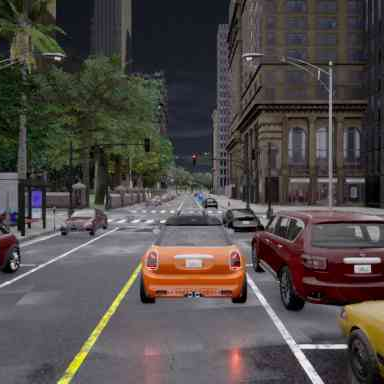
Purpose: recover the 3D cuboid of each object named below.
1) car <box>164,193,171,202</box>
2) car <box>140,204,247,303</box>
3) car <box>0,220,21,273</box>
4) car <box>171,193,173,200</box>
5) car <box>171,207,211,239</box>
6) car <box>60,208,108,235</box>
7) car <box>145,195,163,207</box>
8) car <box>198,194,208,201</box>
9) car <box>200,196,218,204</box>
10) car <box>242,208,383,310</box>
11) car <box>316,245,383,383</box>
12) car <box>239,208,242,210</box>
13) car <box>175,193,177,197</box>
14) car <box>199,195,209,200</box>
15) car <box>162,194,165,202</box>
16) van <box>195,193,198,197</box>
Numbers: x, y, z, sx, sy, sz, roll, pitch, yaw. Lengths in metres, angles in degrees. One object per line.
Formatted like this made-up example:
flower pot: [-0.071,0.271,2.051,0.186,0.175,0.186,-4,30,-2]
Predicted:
car: [-6.141,1.393,72.081,1.967,1.590,4.097,0,0,0]
car: [0.032,1.351,8.340,2.097,1.767,4.553,0,0,0]
car: [-5.801,1.439,7.689,1.967,1.590,4.097,0,0,0]
car: [-6.170,1.260,77.501,2.192,1.841,5.009,0,0,0]
car: [-0.031,1.596,18.159,1.895,1.301,4.718,0,0,0]
car: [-5.858,1.577,18.541,1.802,1.307,4.206,0,0,0]
car: [-6.026,1.526,50.400,2.008,1.369,4.403,0,0,0]
car: [2.469,1.496,56.016,1.752,1.417,4.829,0,0,0]
car: [2.528,1.545,45.005,1.947,1.339,4.313,0,0,0]
car: [2.724,1.314,7.718,2.192,1.841,5.009,0,0,0]
car: [2.752,1.525,2.463,1.752,1.417,4.829,0,0,0]
car: [2.667,1.561,18.569,1.947,1.339,4.313,0,0,0]
car: [-6.256,1.235,93.762,2.192,1.841,5.009,0,0,0]
car: [2.499,1.541,50.425,1.947,1.339,4.313,0,0,0]
car: [-6.055,1.411,55.820,1.967,1.590,4.097,0,0,0]
van: [2.326,1.278,82.947,1.690,1.788,3.998,0,0,0]
